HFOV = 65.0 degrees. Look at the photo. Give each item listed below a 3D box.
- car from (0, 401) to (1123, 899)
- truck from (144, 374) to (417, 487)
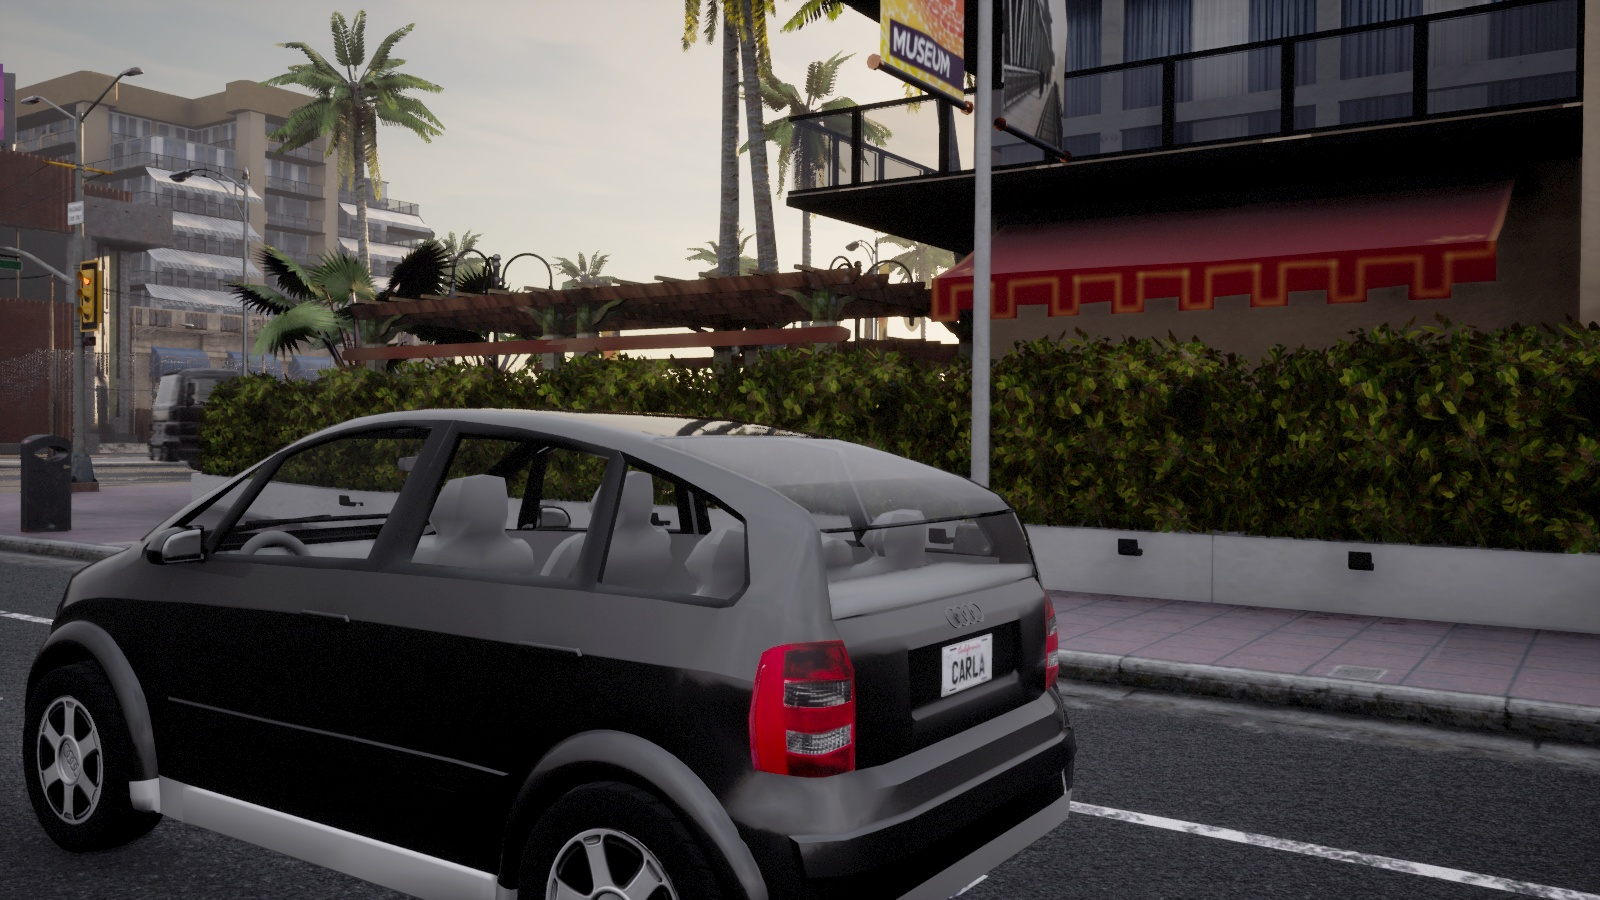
[{"bbox_3d":[-1.011,0.661,4.288,3.705,1.549,1.789,0,1,34],"label":"car"},{"bbox_3d":[-17.233,-0.668,42.004,7.936,3.462,2.891,-1,1,-38],"label":"truck"}]
